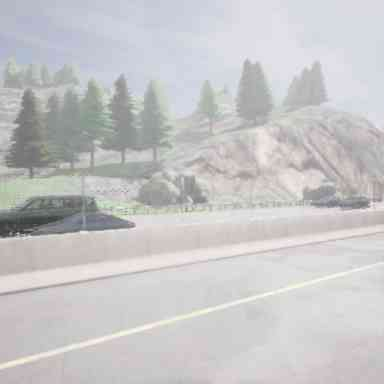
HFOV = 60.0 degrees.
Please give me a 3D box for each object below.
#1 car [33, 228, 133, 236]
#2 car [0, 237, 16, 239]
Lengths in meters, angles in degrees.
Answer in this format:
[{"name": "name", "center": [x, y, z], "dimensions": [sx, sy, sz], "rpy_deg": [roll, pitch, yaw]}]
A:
[{"name": "car", "center": [-4.378, 1.532, 13.760], "dimensions": [4.181, 1.385, 1.994], "rpy_deg": [-1, 0, -35]}, {"name": "car", "center": [-7.170, 1.197, 16.069], "dimensions": [5.566, 2.045, 2.150], "rpy_deg": [0, 0, -35]}]
